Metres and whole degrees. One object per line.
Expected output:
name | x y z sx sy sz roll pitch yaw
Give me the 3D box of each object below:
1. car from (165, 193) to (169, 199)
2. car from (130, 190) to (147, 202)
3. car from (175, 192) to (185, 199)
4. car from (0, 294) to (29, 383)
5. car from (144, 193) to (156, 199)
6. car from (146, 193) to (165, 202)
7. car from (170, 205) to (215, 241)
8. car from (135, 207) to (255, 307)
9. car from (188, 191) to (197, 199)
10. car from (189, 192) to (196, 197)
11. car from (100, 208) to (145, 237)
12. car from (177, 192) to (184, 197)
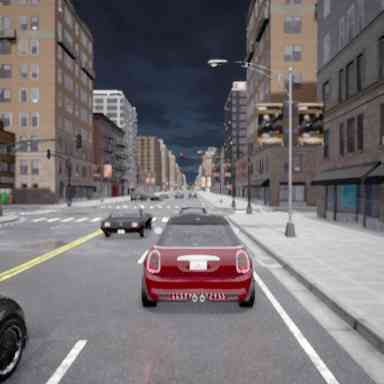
car | -6.313 0.896 74.630 1.994 1.385 4.181 0 1 0
car | -9.650 0.698 59.973 2.150 2.045 5.566 0 0 1
car | -3.055 0.862 78.285 1.994 1.385 4.181 0 1 0
car | -3.141 1.539 2.699 1.994 1.385 4.181 0 0 0
car | -9.561 0.873 75.758 2.033 1.411 5.357 0 1 0
car | -6.408 1.082 59.345 1.895 1.301 4.718 0 1 1
car | 0.051 1.420 16.660 1.994 1.385 4.181 0 0 1
car | 0.119 1.283 7.956 2.097 1.767 4.553 0 0 0
car | 0.195 0.665 78.245 2.097 1.767 4.553 0 1 0
car | 0.220 0.616 88.278 1.812 1.442 4.674 0 1 0
car | -3.109 1.454 16.896 1.895 1.301 4.718 0 0 0
car | -3.030 0.616 88.286 1.812 1.442 4.674 0 1 0
